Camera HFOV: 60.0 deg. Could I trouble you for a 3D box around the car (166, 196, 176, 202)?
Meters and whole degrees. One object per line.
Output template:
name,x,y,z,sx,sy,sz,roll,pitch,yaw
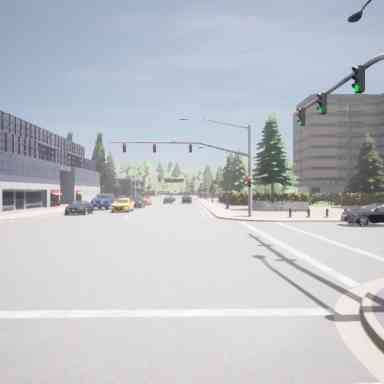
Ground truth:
car,-4.718,1.510,75.222,1.895,1.301,4.718,0,0,-1

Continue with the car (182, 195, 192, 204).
car,-0.976,1.505,64.910,1.837,1.490,4.892,0,0,-1

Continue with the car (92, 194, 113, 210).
car,-11.375,1.222,42.778,2.150,2.045,5.566,0,0,-1

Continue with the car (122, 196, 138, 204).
car,-11.595,1.492,62.937,2.128,1.511,4.902,0,0,0

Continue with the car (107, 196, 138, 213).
car,-7.806,1.478,37.817,1.882,1.535,5.008,0,0,-1

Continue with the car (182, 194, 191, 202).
car,-1.213,1.355,74.976,2.097,1.767,4.553,0,0,-1

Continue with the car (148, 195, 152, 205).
car,-8.050,1.352,57.168,2.097,1.767,4.553,0,0,-1

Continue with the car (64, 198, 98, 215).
car,-11.242,1.564,33.426,1.994,1.385,4.181,0,0,-1

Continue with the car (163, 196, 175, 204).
car,-4.573,1.547,64.587,2.033,1.411,5.357,0,0,-1

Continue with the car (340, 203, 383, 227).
car,12.502,1.492,22.191,4.902,1.511,2.128,0,0,-1

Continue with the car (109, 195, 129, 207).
car,-11.499,1.352,52.678,2.097,1.767,4.553,0,0,-1

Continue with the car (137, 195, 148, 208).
car,-7.929,1.352,47.054,2.097,1.767,4.553,0,0,-1
